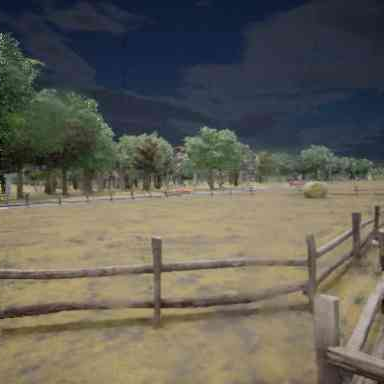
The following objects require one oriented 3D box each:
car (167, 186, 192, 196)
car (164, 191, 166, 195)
[{"bbox_3d":[-1.978,-0.261,62.555,2.097,1.767,4.553,0,2,36],"label":"car"},{"bbox_3d":[-3.605,-0.123,66.271,1.812,1.442,4.674,0,2,36],"label":"car"}]
